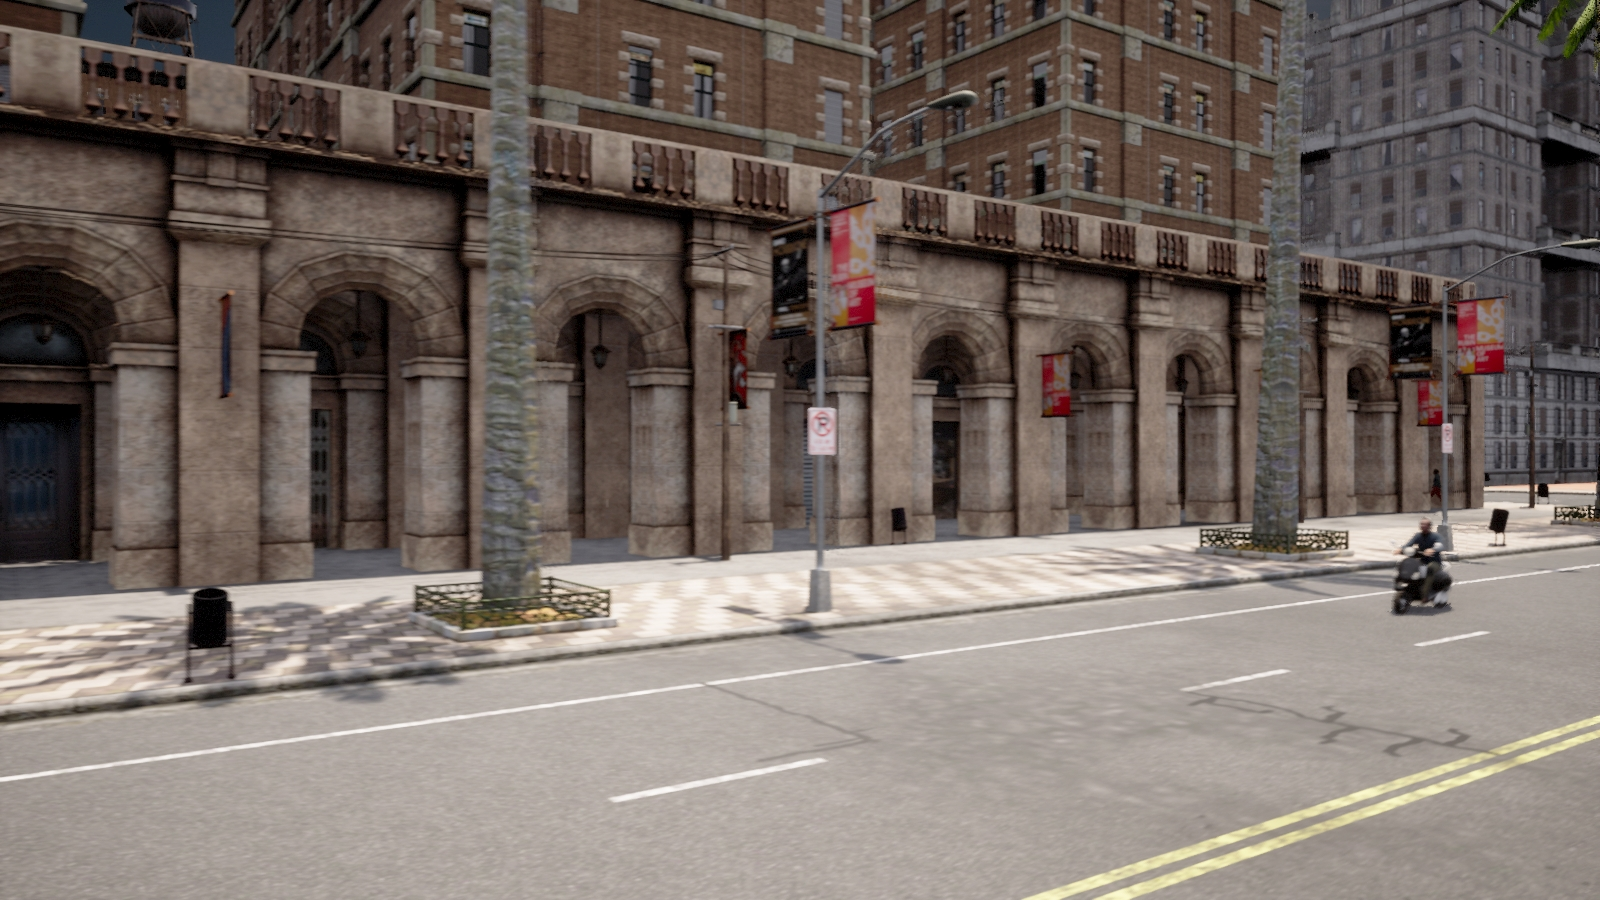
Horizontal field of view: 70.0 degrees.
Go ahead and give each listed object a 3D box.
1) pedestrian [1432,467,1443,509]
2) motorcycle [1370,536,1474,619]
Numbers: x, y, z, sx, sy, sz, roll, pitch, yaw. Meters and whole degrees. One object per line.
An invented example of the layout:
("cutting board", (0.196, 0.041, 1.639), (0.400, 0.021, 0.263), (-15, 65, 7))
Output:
("pedestrian", (28.618, 1.696, 51.258), (0.375, 1.860, 0.375), (0, 0, 40))
("motorcycle", (10.779, 2.182, 19.794), (1.805, 1.236, 0.856), (0, 0, -35))
